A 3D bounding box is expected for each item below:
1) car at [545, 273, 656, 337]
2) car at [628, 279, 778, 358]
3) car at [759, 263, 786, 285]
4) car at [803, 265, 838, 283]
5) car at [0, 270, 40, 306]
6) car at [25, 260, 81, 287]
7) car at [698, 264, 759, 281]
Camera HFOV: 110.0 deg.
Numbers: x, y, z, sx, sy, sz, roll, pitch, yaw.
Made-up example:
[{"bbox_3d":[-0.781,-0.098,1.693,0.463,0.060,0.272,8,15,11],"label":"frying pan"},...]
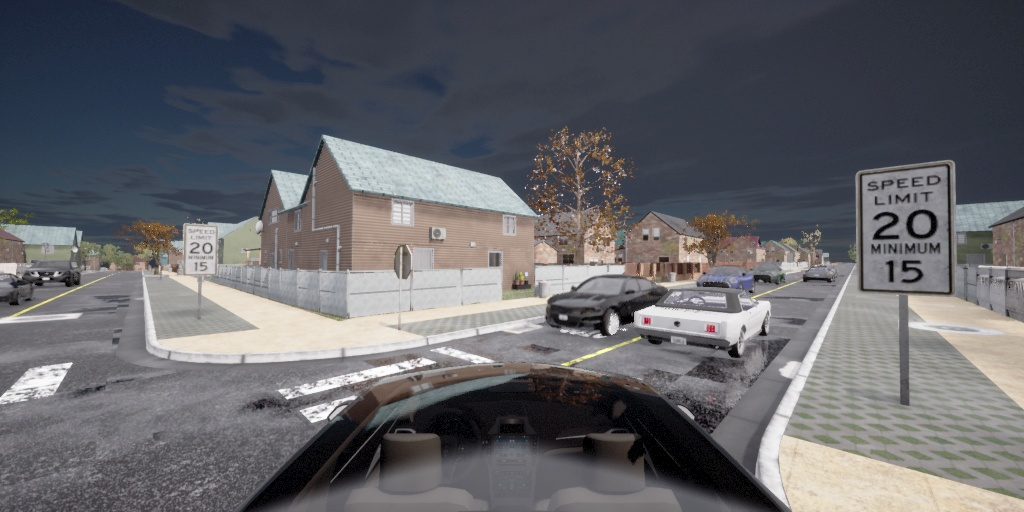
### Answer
[{"bbox_3d":[3.045,1.316,10.967,1.882,1.535,5.008,-1,-1,44],"label":"car"},{"bbox_3d":[4.867,1.414,8.748,1.895,1.301,4.718,-1,-1,44],"label":"car"},{"bbox_3d":[20.934,1.406,29.487,2.097,1.767,4.553,-1,-1,44],"label":"car"},{"bbox_3d":[27.696,1.652,32.354,4.181,1.385,1.994,1,-1,-45],"label":"car"},{"bbox_3d":[-22.654,1.447,15.529,4.181,1.385,1.994,-1,-2,44],"label":"car"},{"bbox_3d":[-34.410,1.286,26.965,2.150,2.045,5.566,2,-2,-44],"label":"car"},{"bbox_3d":[12.246,1.302,20.512,2.097,1.767,4.553,-1,-1,44],"label":"car"}]
